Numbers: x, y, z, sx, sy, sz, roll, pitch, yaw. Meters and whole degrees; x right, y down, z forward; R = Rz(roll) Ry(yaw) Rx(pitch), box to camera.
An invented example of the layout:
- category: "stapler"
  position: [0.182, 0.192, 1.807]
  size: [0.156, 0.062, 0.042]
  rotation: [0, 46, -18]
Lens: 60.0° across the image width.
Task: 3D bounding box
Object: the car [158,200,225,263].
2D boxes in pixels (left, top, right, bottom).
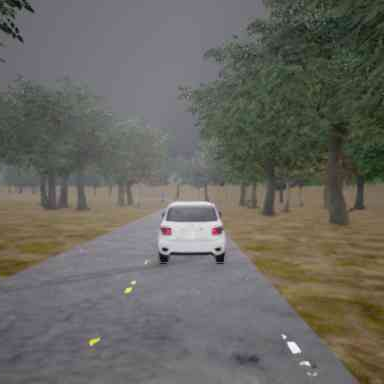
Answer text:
- category: "car"
  position: [0.002, 1.338, 12.597]
  size: [2.150, 2.045, 5.566]
  rotation: [0, 0, 0]

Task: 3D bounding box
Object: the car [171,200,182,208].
- category: "car"
  position: [-3.031, 2.249, 64.545]
  size: [1.812, 1.442, 4.674]
  rotation: [0, -1, 1]

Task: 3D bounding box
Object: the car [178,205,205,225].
- category: "car"
  position: [0.003, 1.827, 27.548]
  size: [2.033, 1.411, 5.357]
  rotation: [0, -1, 0]
